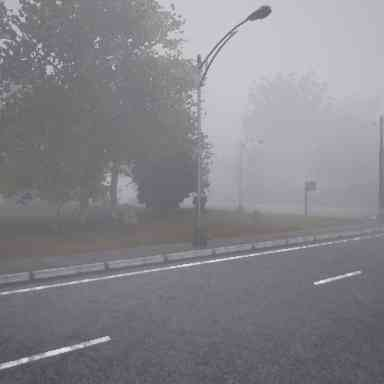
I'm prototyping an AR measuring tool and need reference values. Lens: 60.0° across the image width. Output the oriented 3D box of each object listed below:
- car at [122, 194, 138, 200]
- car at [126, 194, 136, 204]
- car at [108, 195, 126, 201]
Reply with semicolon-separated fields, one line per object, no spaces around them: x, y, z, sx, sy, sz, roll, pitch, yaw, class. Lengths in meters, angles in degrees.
-15.940;1.338;85.389;1.882;1.535;5.008;0;0;-38;car
-9.320;1.541;59.894;2.033;1.411;5.357;0;0;-38;car
-18.966;1.470;83.577;1.895;1.301;4.718;0;0;-38;car
